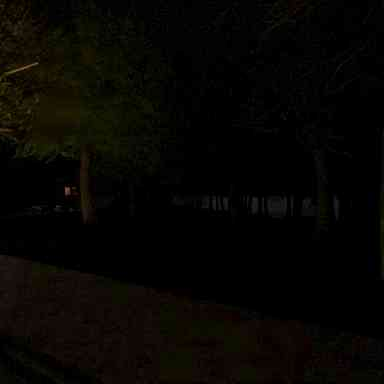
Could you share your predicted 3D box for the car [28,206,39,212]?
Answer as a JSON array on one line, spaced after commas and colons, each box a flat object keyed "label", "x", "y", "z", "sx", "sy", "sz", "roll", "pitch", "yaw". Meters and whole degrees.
[{"label": "car", "x": -36.794, "y": 4.001, "z": 77.956, "sx": 2.033, "sy": 1.411, "sz": 5.357, "roll": 0, "pitch": -2, "yaw": -9}]

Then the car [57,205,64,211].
[{"label": "car", "x": -35.087, "y": 4.239, "z": 87.486, "sx": 2.128, "sy": 1.511, "sz": 4.902, "roll": 0, "pitch": -2, "yaw": -9}]

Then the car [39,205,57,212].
[{"label": "car", "x": -33.375, "y": 3.886, "z": 77.202, "sx": 1.837, "sy": 1.490, "sz": 4.892, "roll": 0, "pitch": -2, "yaw": -9}]
